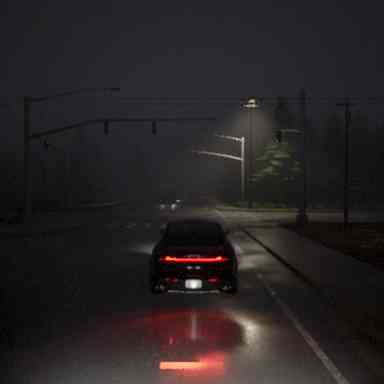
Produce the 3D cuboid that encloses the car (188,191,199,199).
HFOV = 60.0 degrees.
[{"bbox_3d":[0.301,0.708,73.261,2.097,1.767,4.553,0,1,2],"label":"car"}]

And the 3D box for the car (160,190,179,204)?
[{"bbox_3d":[-3.571,0.771,51.012,2.150,2.045,5.566,0,1,0],"label":"car"}]

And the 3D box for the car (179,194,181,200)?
[{"bbox_3d":[-3.353,0.961,68.012,1.994,1.385,4.181,0,1,1],"label":"car"}]

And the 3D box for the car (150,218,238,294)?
[{"bbox_3d":[0.050,1.424,8.572,1.837,1.490,4.892,0,1,1],"label":"car"}]

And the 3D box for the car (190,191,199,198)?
[{"bbox_3d":[0.688,0.563,83.300,2.097,1.767,4.553,0,1,2],"label":"car"}]
